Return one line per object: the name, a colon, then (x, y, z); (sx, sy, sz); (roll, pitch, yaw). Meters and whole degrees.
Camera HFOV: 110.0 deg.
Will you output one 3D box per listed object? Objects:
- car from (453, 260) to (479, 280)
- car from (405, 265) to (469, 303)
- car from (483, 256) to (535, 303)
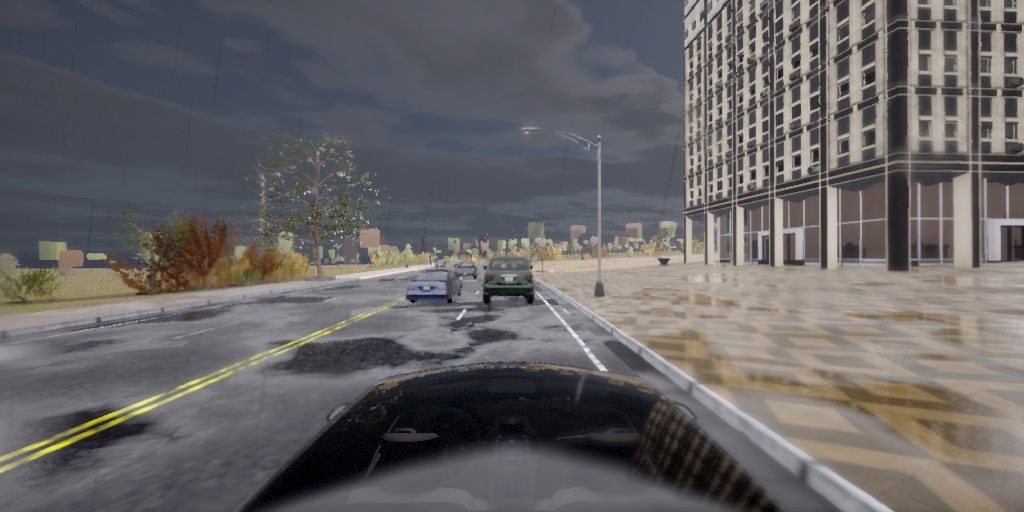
car: (-3.968, 1.269, 31.667); (2.128, 1.511, 4.902); (0, 0, -3)
car: (-3.431, 1.319, 16.637); (2.033, 1.411, 5.357); (0, 0, -1)
car: (-0.183, 1.014, 16.745); (2.150, 2.045, 5.566); (0, 0, -1)
